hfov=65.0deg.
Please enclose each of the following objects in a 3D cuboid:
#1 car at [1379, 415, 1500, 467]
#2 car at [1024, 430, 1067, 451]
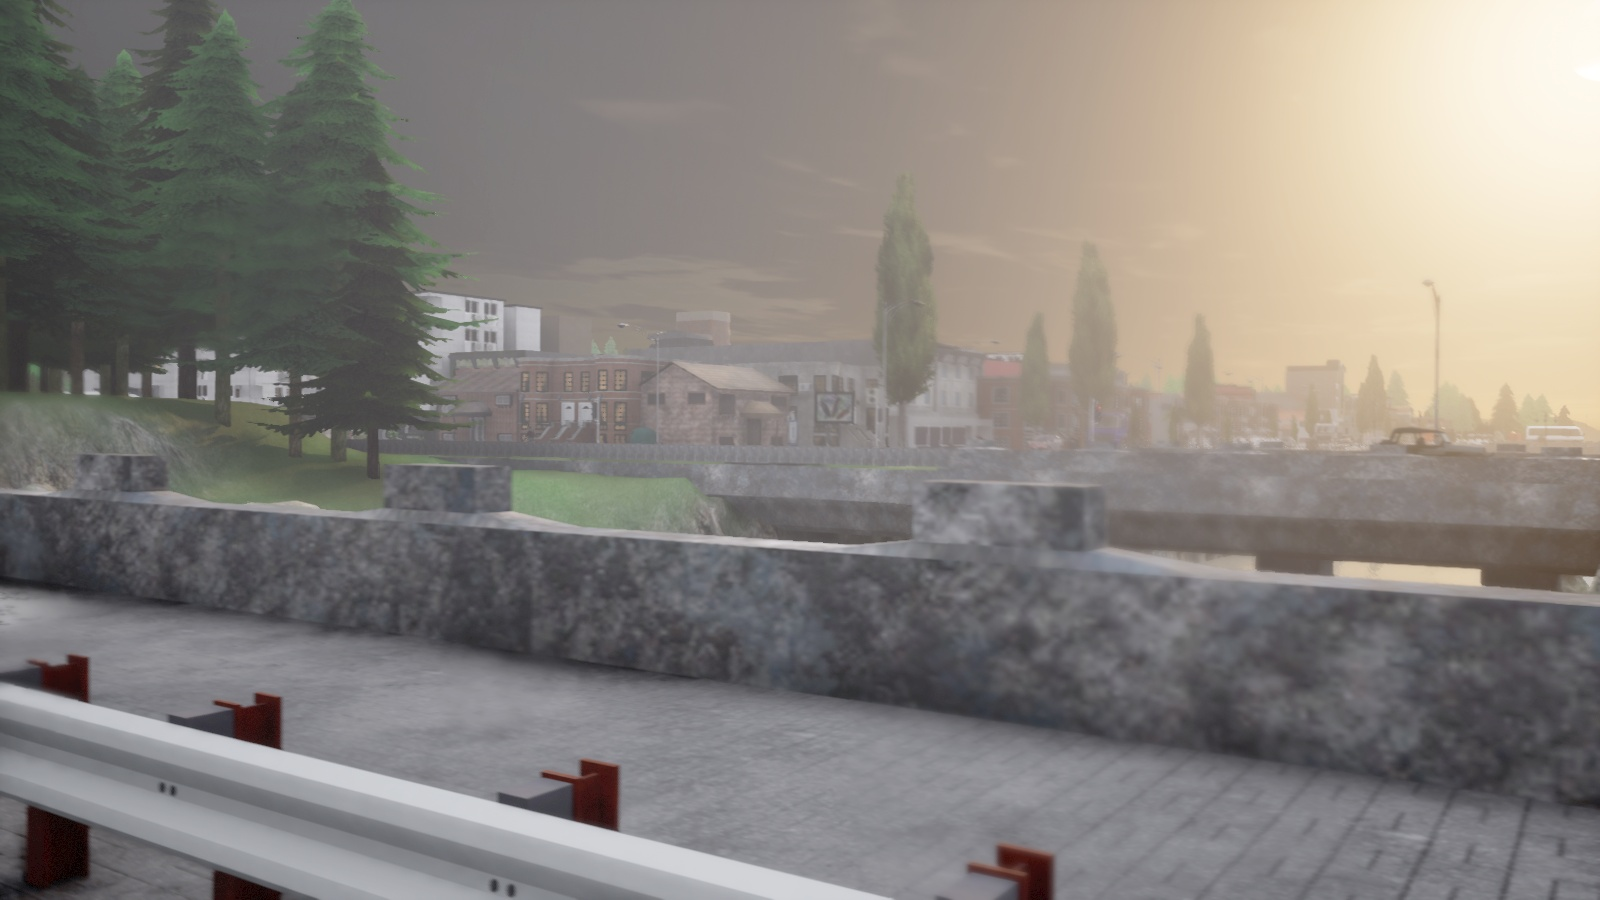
[{"bbox_3d":[24.204,-0.341,47.566,3.866,1.878,1.905,0,1,34],"label":"car"},{"bbox_3d":[18.499,-0.713,94.566,1.845,1.501,3.633,0,1,34],"label":"car"}]
